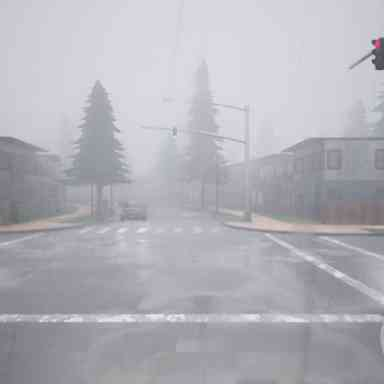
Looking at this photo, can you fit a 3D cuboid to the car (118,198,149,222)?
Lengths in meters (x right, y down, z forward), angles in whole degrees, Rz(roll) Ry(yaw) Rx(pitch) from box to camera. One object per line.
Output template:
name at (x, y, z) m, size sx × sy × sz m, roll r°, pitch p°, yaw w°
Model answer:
car at (-4.404, 1.464, 25.930) m, size 1.837 × 1.490 × 4.892 m, roll 0°, pitch 1°, yaw -3°

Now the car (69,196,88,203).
car at (-23.068, 1.494, 67.629) m, size 2.033 × 1.411 × 5.357 m, roll 0°, pitch 0°, yaw -45°
